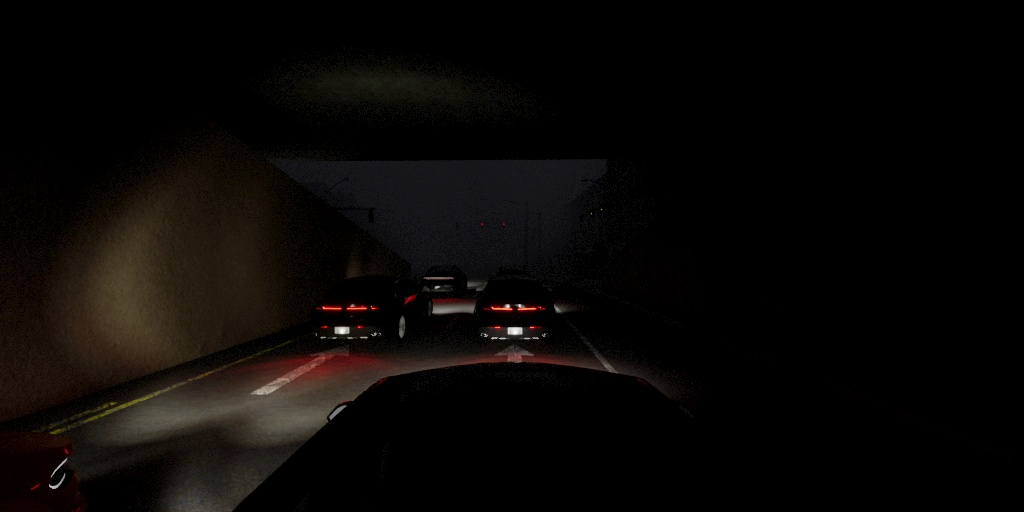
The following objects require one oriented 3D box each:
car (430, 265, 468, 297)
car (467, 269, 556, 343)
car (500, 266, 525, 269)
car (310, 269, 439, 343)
[{"bbox_3d":[-3.481,1.242,18.984,2.128,1.511,4.902,0,0,-1],"label":"car"},{"bbox_3d":[0.054,1.255,9.609,1.837,1.490,4.892,0,0,0],"label":"car"},{"bbox_3d":[0.015,1.255,19.019,1.837,1.490,4.892,0,0,0],"label":"car"},{"bbox_3d":[-3.446,1.255,9.667,1.837,1.490,4.892,0,0,0],"label":"car"}]
